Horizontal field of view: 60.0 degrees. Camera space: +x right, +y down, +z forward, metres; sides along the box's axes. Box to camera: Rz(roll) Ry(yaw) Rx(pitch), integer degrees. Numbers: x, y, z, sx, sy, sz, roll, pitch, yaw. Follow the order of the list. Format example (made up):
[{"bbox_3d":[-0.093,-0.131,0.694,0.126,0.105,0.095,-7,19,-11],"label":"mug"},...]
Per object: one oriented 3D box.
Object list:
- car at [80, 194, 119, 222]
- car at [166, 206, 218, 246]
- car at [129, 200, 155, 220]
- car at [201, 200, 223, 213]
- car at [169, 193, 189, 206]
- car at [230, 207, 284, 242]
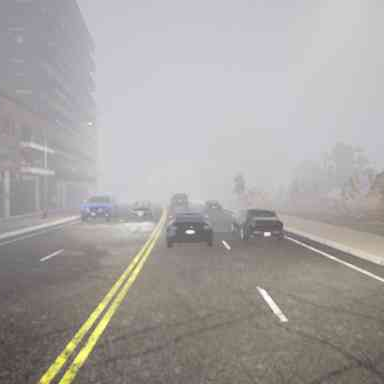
[{"bbox_3d":[-7.337,1.230,27.005,2.150,2.045,5.566,0,0,-3],"label":"car"},{"bbox_3d":[-0.136,1.558,15.197,1.994,1.385,4.181,0,0,-2],"label":"car"},{"bbox_3d":[-4.157,1.490,28.294,2.128,1.511,4.902,0,0,-3],"label":"car"},{"bbox_3d":[2.083,1.530,35.515,1.994,1.385,4.181,0,0,-4],"label":"car"},{"bbox_3d":[-1.588,1.193,41.294,2.150,2.045,5.566,0,0,-5],"label":"car"},{"bbox_3d":[3.071,1.488,16.328,1.837,1.490,4.892,0,1,-2],"label":"car"}]
